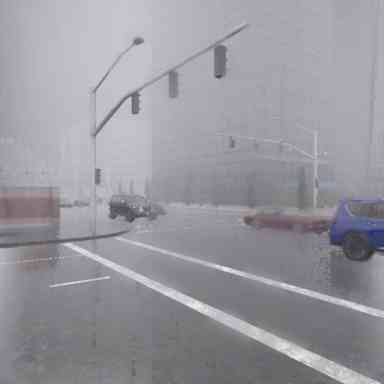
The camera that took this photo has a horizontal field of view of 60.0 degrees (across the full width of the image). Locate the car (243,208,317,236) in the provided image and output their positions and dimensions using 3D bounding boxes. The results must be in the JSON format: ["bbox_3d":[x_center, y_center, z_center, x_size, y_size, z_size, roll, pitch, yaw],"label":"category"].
[{"bbox_3d":[5.158,1.601,18.568,1.895,1.301,4.718,0,0,-36],"label":"car"}]

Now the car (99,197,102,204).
[{"bbox_3d":[-19.086,1.492,64.785,2.128,1.511,4.902,0,0,-36],"label":"car"}]

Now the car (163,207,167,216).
[{"bbox_3d":[-4.122,1.562,31.523,1.994,1.385,4.181,0,0,-36],"label":"car"}]

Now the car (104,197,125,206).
[{"bbox_3d":[-13.119,1.526,56.451,1.812,1.442,4.674,0,0,-36],"label":"car"}]

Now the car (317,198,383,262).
[{"bbox_3d":[6.976,1.222,10.020,2.150,2.045,5.566,0,0,-36],"label":"car"}]

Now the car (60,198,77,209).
[{"bbox_3d":[-17.347,1.547,43.987,2.033,1.411,5.357,0,0,-36],"label":"car"}]

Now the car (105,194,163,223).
[{"bbox_3d":[-4.802,1.219,26.453,2.150,2.045,5.566,0,0,-35],"label":"car"}]

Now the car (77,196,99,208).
[{"bbox_3d":[-15.398,1.477,47.288,1.882,1.535,5.008,0,0,-35],"label":"car"}]
